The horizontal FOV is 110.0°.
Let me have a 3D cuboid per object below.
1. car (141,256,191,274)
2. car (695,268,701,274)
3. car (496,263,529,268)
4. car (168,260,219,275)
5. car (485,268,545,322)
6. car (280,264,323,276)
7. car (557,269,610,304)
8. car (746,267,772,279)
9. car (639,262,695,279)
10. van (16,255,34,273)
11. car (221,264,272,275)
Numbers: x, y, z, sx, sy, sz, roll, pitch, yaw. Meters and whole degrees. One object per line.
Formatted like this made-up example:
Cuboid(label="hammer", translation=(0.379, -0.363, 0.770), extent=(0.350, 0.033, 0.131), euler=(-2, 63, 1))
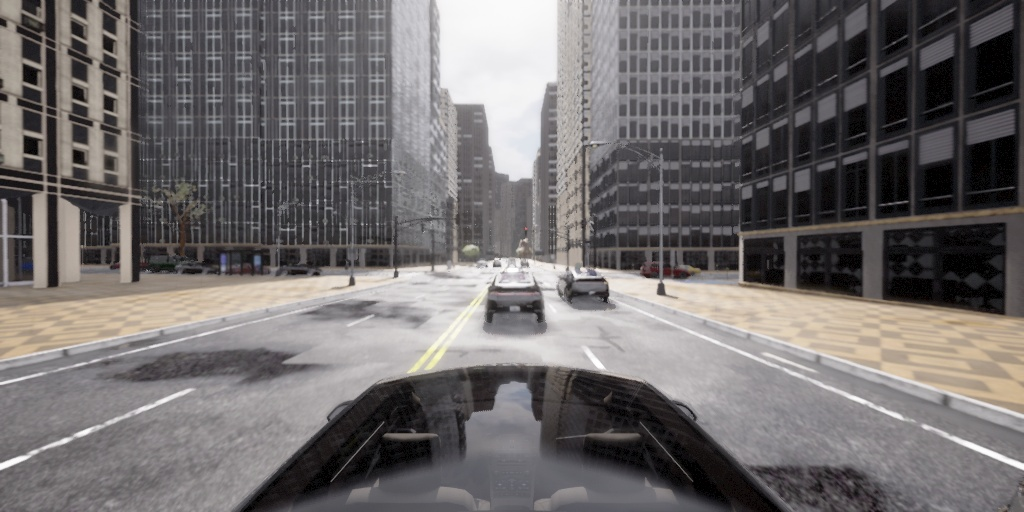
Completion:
Cuboid(label="car", translation=(-39.080, 0.988, 41.773), extent=(5.566, 2.045, 2.150), euler=(1, 0, 1))
Cuboid(label="car", translation=(21.795, 1.781, 46.477), extent=(4.829, 1.417, 1.751), euler=(0, 0, 1))
Cuboid(label="car", translation=(0.095, 1.507, 27.048), extent=(2.033, 1.411, 5.357), euler=(0, -1, 0))
Cuboid(label="car", translation=(-34.103, 1.397, 39.019), extent=(4.313, 1.339, 1.948), euler=(0, 0, 1))
Cuboid(label="car", translation=(0.095, 1.333, 12.748), extent=(2.128, 1.511, 4.902), euler=(0, -1, 0))
Cuboid(label="car", translation=(-22.738, 1.497, 38.714), extent=(4.313, 1.339, 1.948), euler=(0, 0, 1))
Cuboid(label="car", translation=(3.347, 1.373, 17.455), extent=(2.128, 1.511, 4.902), euler=(0, 0, 0))
Cuboid(label="car", translation=(27.635, 1.891, 37.995), extent=(4.829, 1.417, 1.751), euler=(0, 0, 1))
Cuboid(label="car", translation=(16.187, 1.584, 38.191), extent=(5.009, 1.841, 2.192), euler=(0, 0, 1))
Cuboid(label="van", translation=(-51.148, 1.019, 39.416), extent=(3.998, 1.789, 1.690), euler=(0, 0, 1))
Cuboid(label="car", translation=(-28.422, 1.463, 38.847), extent=(4.207, 1.307, 1.802), euler=(0, 0, 1))
